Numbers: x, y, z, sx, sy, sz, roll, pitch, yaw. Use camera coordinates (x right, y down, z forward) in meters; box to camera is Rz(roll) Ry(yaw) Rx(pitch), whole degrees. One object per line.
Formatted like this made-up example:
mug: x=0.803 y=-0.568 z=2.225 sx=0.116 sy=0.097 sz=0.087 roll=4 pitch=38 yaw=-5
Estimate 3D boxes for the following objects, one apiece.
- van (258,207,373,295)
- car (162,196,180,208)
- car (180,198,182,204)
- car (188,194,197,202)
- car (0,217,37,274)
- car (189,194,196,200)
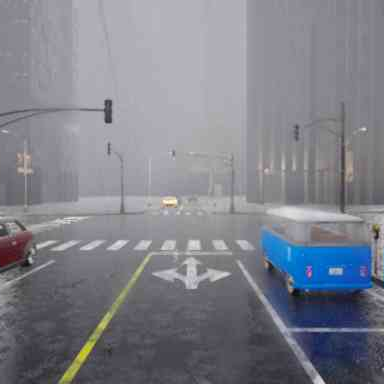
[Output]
van: x=2.845 y=1.339 z=8.433 sx=1.690 sy=1.788 sz=3.998 roll=-1 pitch=0 yaw=0
car: x=-3.045 y=1.463 z=46.787 sx=1.882 sy=1.535 sz=5.008 roll=0 pitch=0 yaw=0
car: x=-2.946 y=1.533 z=62.866 sx=1.994 sy=1.385 sz=4.181 roll=0 pitch=0 yaw=1
car: x=0.099 y=1.437 z=71.888 sx=1.837 sy=1.490 sz=4.892 roll=0 pitch=0 yaw=0
car: x=-5.680 y=1.438 z=8.429 sx=1.967 sy=1.590 sz=4.097 roll=-1 pitch=0 yaw=0
car: x=0.127 y=1.235 z=82.310 sx=1.837 sy=1.490 sz=4.892 roll=0 pitch=0 yaw=0
